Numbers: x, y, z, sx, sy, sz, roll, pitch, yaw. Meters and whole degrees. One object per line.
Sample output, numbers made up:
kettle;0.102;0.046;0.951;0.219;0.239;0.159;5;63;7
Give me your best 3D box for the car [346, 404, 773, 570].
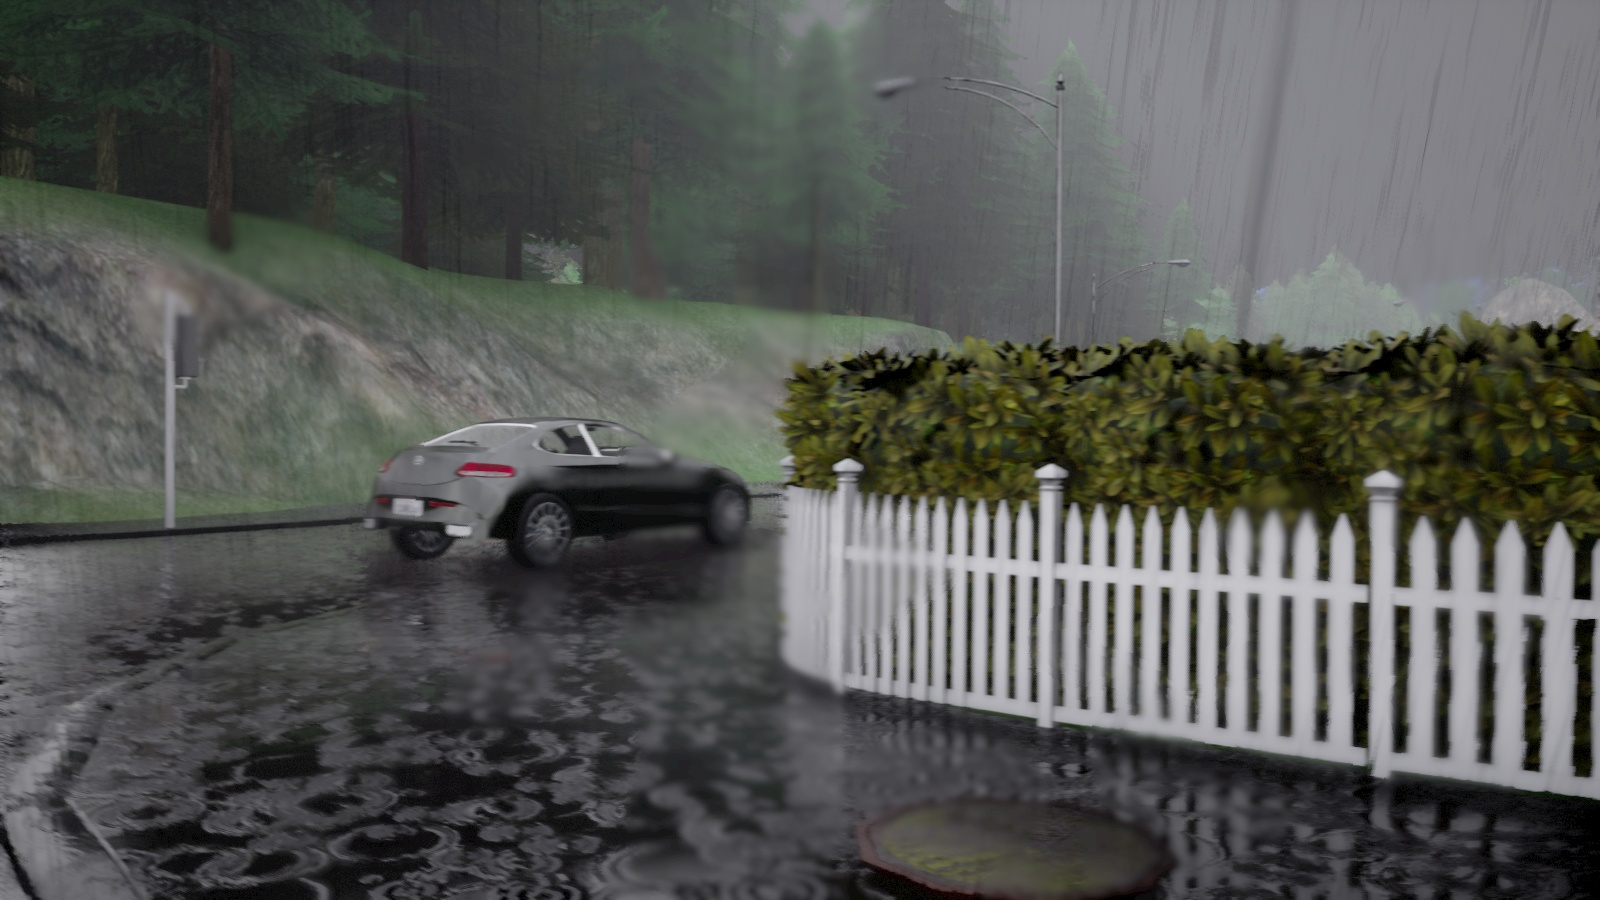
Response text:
car;-2.634;0.326;15.126;2.152;1.651;5.027;0;1;33
